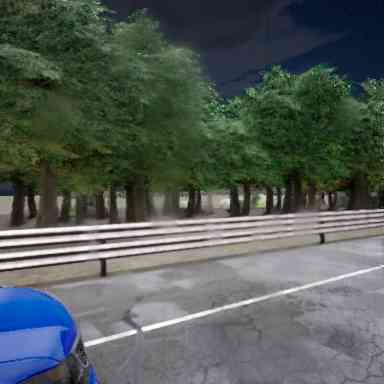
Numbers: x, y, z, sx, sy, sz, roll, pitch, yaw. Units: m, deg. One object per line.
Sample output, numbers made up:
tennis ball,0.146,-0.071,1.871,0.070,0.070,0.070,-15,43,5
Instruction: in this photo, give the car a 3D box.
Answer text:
car,-3.240,1.218,1.437,5.566,2.045,2.150,0,0,-35
